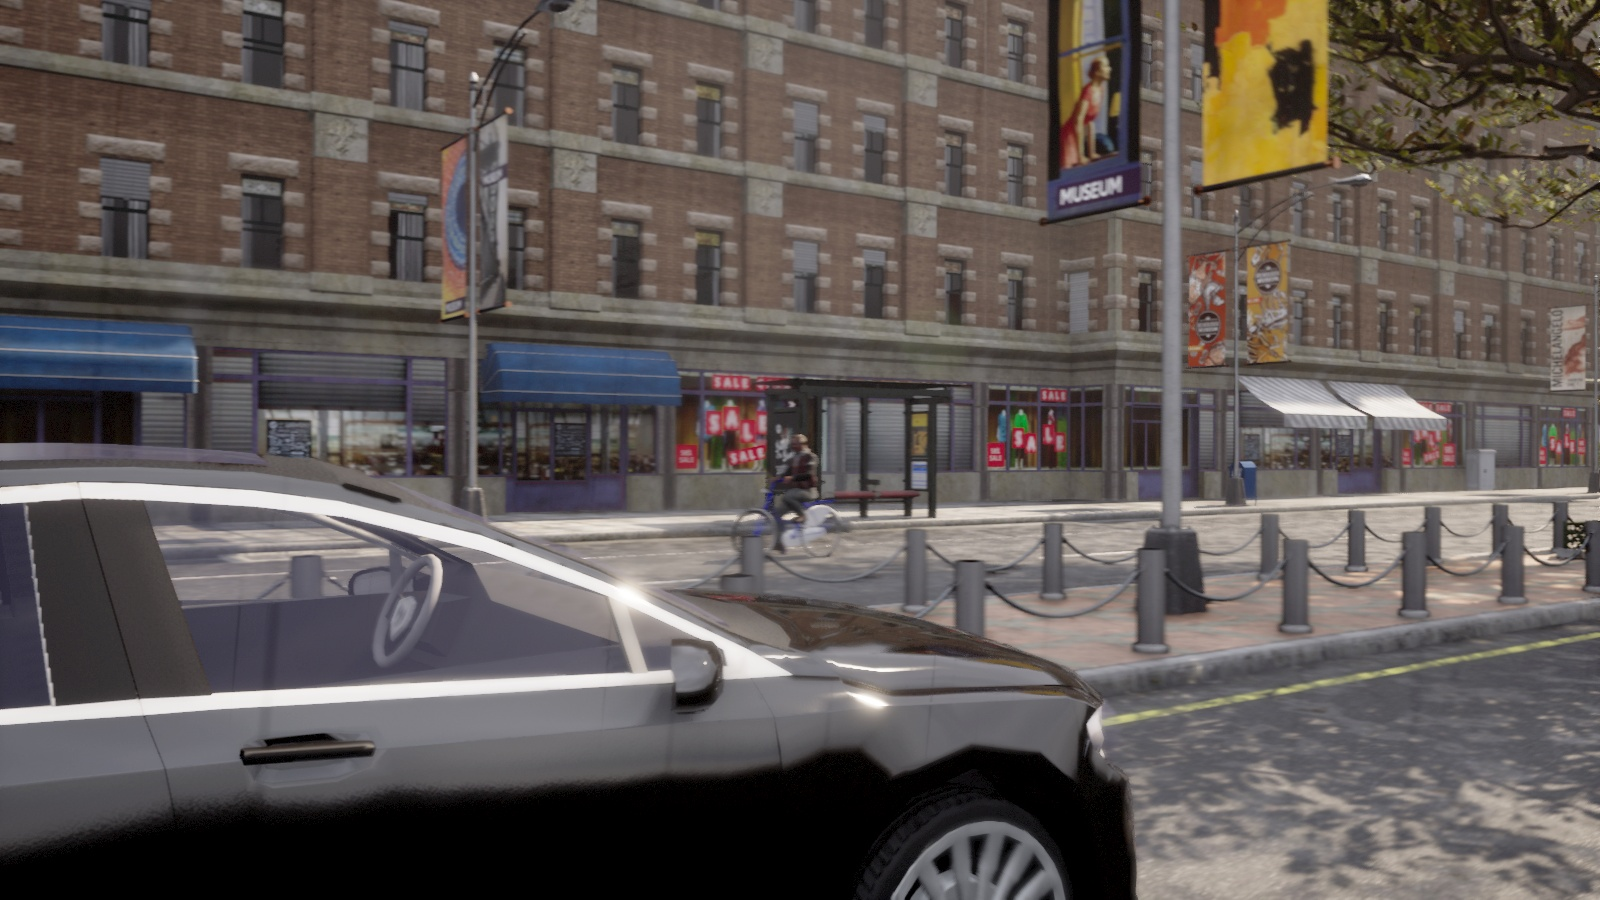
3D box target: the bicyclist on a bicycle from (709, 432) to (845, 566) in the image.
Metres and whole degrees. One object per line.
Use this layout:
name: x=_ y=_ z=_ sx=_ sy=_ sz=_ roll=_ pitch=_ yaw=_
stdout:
bicyclist on a bicycle: x=-0.305 y=0.659 z=17.458 sx=1.843 sy=1.776 sz=0.659 roll=0 pitch=0 yaw=-35

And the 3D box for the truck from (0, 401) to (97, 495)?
truck: x=-30.879 y=-0.057 z=46.774 sx=7.936 sy=3.462 sz=2.891 roll=0 pitch=0 yaw=-35

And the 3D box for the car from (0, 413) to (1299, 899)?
car: x=-1.324 y=0.711 z=2.737 sx=4.902 sy=1.511 sz=2.128 roll=0 pitch=0 yaw=-35
